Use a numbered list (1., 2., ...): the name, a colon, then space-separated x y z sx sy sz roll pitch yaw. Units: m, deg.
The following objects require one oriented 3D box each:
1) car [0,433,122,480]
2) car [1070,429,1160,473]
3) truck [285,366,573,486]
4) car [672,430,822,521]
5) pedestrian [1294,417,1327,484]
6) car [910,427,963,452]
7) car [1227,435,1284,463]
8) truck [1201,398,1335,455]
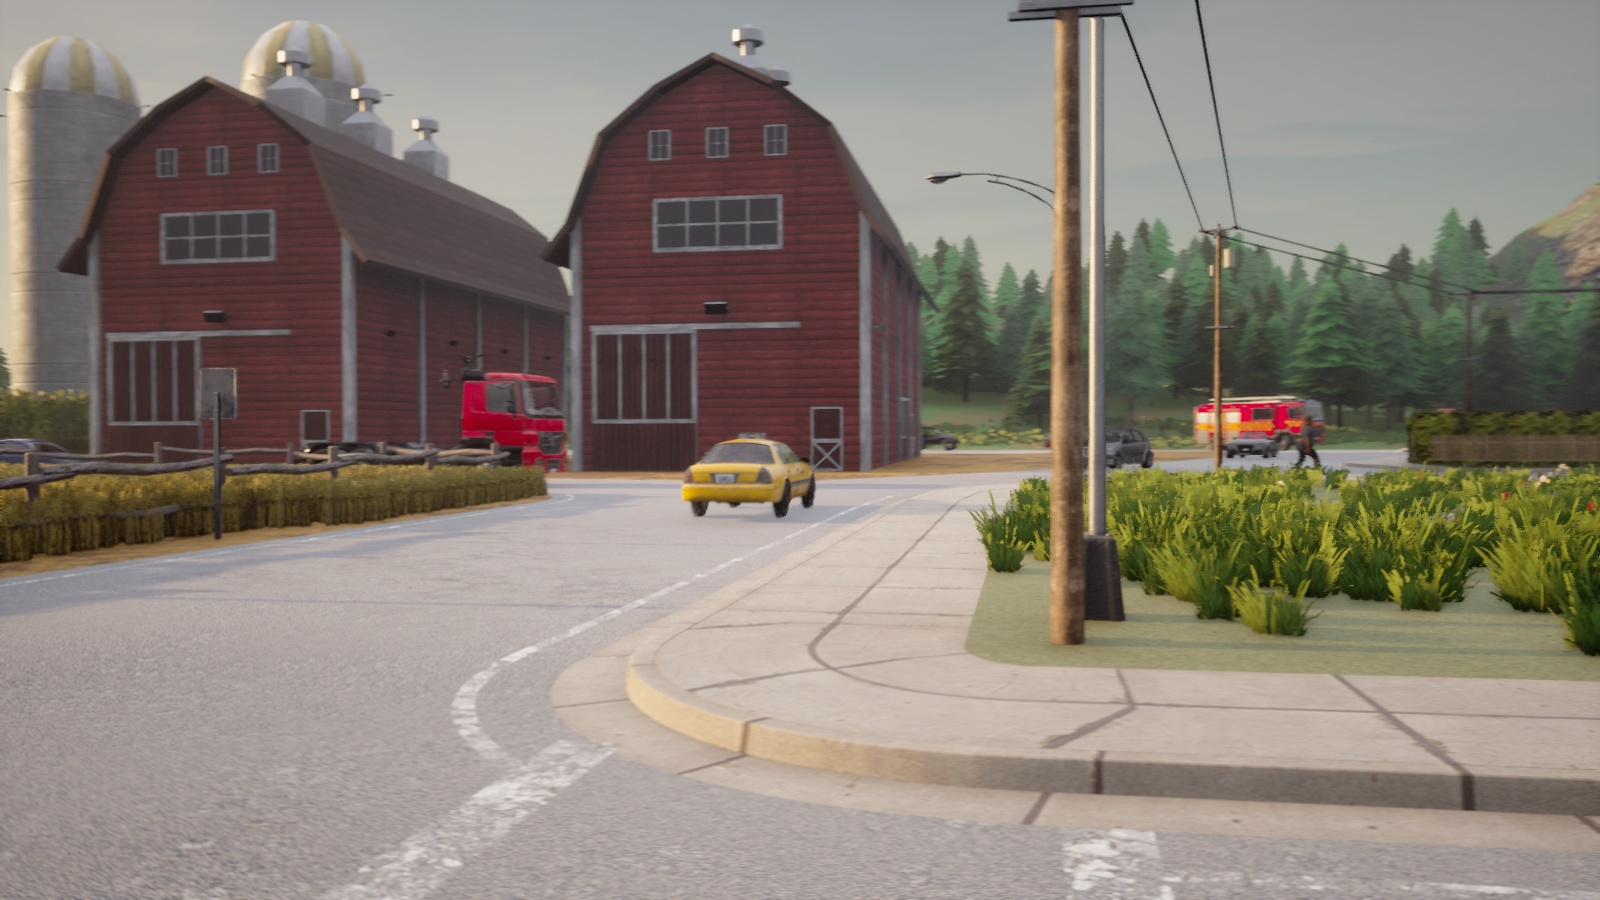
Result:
1. car: -24.385 0.186 40.041 4.674 1.442 1.812 0 1 8
2. car: 12.319 0.006 48.967 1.851 1.617 3.988 1 1 40
3. truck: -11.189 -0.738 38.147 7.936 3.462 2.891 0 1 11
4. car: -0.888 0.416 24.630 1.801 1.575 5.366 0 1 10
5. pedestrian: 14.191 0.019 34.925 0.694 1.848 0.540 0 1 4
6. car: 10.438 -0.815 95.754 3.866 1.878 1.905 1 1 11
7. car: 23.495 -0.069 64.660 1.994 1.385 4.181 1 1 31
8. truck: 32.908 -1.607 88.636 2.891 3.827 8.468 0 0 -42
